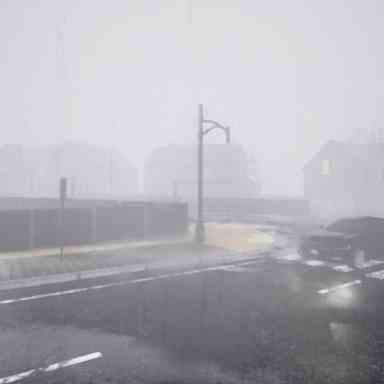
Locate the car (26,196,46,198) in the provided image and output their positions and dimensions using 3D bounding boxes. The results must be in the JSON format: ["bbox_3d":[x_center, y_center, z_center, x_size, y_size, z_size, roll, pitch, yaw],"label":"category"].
[{"bbox_3d":[-12.497,1.049,26.545,5.357,1.411,2.033,1,0,19],"label":"car"}]

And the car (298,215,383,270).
[{"bbox_3d":[5.800,1.597,11.684,5.008,1.535,1.882,1,0,-35],"label":"car"}]
